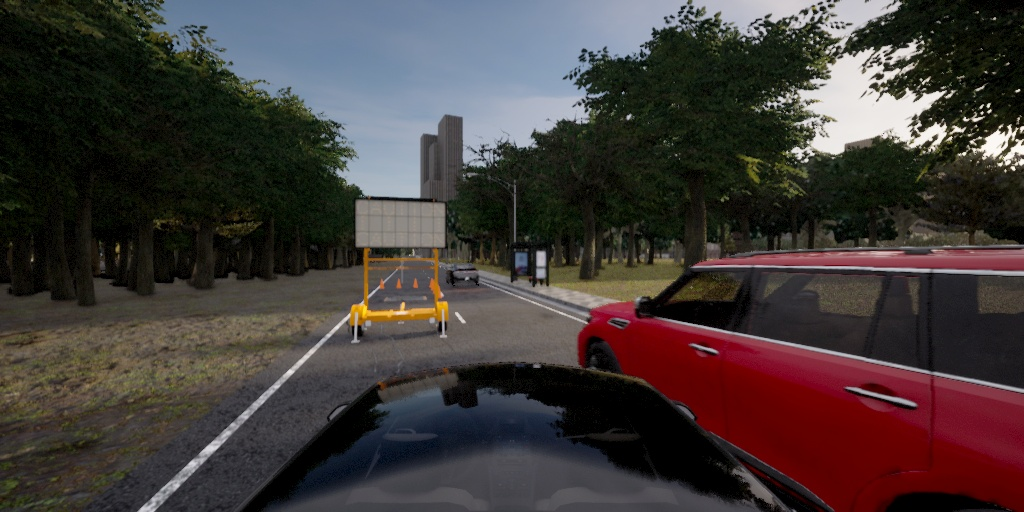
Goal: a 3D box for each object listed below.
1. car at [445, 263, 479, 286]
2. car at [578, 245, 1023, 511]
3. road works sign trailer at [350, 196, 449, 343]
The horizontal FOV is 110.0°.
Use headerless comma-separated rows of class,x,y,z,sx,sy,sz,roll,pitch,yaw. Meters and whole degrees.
car,-3.520,1.226,25.005,2.128,1.511,4.902,0,0,-16
car,2.607,0.968,3.122,2.150,2.045,5.566,0,0,-16
road works sign trailer,-3.019,0.207,9.862,2.380,3.560,2.880,0,0,-16
